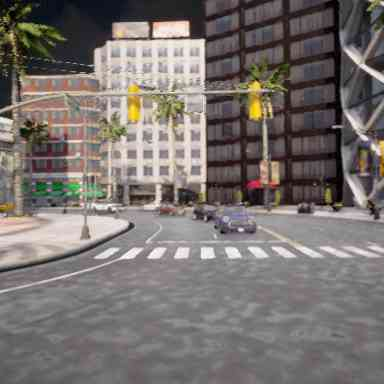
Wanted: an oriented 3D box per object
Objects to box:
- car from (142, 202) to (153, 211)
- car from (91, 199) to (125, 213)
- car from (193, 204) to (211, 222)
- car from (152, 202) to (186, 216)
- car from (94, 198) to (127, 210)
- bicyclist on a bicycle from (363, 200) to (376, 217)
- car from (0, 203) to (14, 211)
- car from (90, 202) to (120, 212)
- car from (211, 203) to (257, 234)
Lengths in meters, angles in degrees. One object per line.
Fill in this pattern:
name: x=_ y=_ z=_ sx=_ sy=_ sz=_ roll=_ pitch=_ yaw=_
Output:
car: x=-6.071 y=2.324 z=53.815 sx=4.674 sy=1.442 sz=1.812 roll=-1 pitch=-1 yaw=39
car: x=-12.922 y=2.163 z=50.430 sx=5.566 sy=2.045 sz=2.150 roll=-1 pitch=-1 yaw=33
car: x=1.575 y=1.872 z=30.452 sx=1.882 sy=1.535 sz=5.008 roll=0 pitch=-1 yaw=-17
car: x=-2.524 y=2.092 z=39.647 sx=1.812 sy=1.442 sz=4.674 roll=0 pitch=-1 yaw=-34
car: x=-14.533 y=2.194 z=59.289 sx=5.566 sy=2.045 sz=2.150 roll=-1 pitch=-1 yaw=27
bicyclist on a bicycle: x=16.648 y=1.523 z=31.052 sx=1.656 sy=1.620 sz=0.582 roll=-1 pitch=-1 yaw=-11
car: x=-33.454 y=2.699 z=60.903 sx=5.008 sy=1.535 sz=1.882 roll=-1 pitch=-1 yaw=2
car: x=-14.478 y=2.424 z=55.209 sx=4.892 sy=1.490 sz=1.837 roll=-1 pitch=-1 yaw=30
car: x=2.704 y=1.611 z=21.319 sx=2.097 sy=1.767 sz=4.553 roll=-1 pitch=-1 yaw=-2
